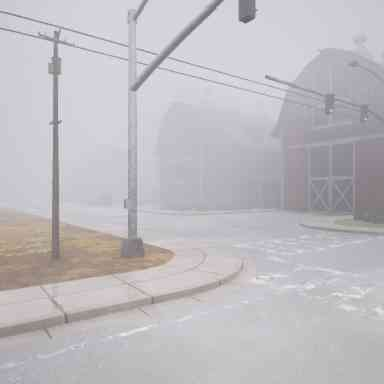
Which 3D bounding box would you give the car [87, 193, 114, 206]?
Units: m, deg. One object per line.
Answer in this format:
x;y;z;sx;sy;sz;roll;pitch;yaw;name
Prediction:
-13.828;1.118;50.596;3.866;1.878;1.905;-2;5;11;car
